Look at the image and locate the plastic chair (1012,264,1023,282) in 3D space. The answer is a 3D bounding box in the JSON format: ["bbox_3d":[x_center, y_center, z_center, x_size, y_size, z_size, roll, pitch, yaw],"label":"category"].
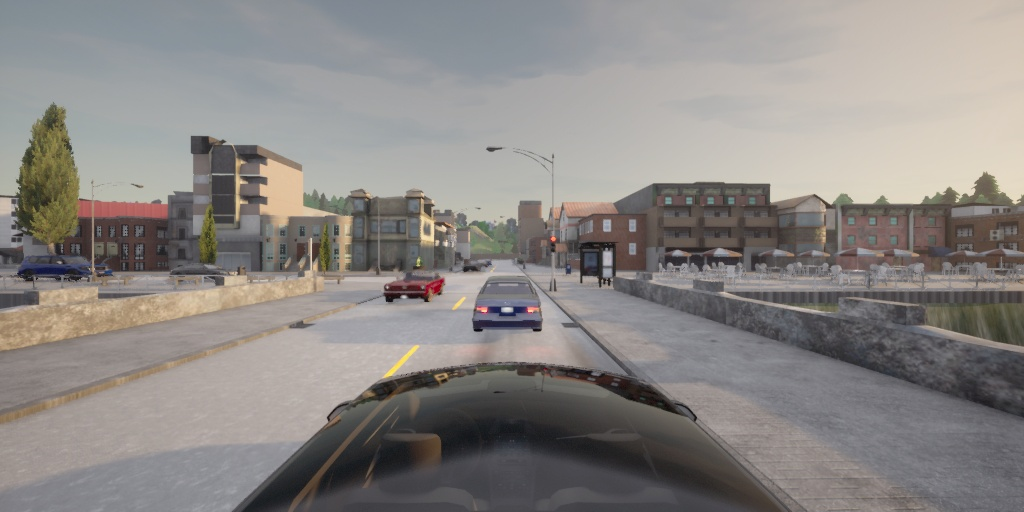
[{"bbox_3d":[37.384,1.279,26.058,0.750,1.272,0.730,0,0,-1],"label":"plastic chair"}]

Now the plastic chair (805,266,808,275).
[{"bbox_3d":[28.236,1.279,35.315,0.730,1.272,0.750,0,0,-1],"label":"plastic chair"}]

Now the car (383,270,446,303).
[{"bbox_3d":[-4.371,1.351,16.681,1.895,1.301,4.718,0,0,-1],"label":"car"}]

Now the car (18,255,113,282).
[{"bbox_3d":[-35.099,0.973,28.254,5.566,2.045,2.150,0,0,-1],"label":"car"}]

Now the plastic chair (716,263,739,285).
[{"bbox_3d":[14.609,1.279,24.297,0.750,1.272,0.730,0,0,-1],"label":"plastic chair"}]

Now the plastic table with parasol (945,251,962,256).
[{"bbox_3d":[46.118,0.675,36.578,2.482,2.480,2.482,0,0,-1],"label":"plastic table with parasol"}]

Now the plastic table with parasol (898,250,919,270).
[{"bbox_3d":[30.058,0.675,28.222,2.482,2.480,2.482,0,0,-1],"label":"plastic table with parasol"}]

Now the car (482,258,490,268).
[{"bbox_3d":[-5.045,1.275,59.943,1.812,1.442,4.674,0,0,-1],"label":"car"}]

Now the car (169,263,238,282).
[{"bbox_3d":[-24.344,1.276,28.442,4.674,1.442,1.812,0,0,-1],"label":"car"}]

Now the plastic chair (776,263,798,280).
[{"bbox_3d":[22.333,1.279,29.120,0.750,1.272,0.730,0,0,-1],"label":"plastic chair"}]

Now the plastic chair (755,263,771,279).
[{"bbox_3d":[21.211,1.279,30.503,0.730,1.272,0.750,0,0,-1],"label":"plastic chair"}]

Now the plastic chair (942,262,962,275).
[{"bbox_3d":[44.916,1.279,36.679,0.730,1.272,0.750,0,0,-1],"label":"plastic chair"}]

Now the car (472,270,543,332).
[{"bbox_3d":[-0.119,1.297,10.834,2.033,1.411,5.357,0,0,0],"label":"car"}]

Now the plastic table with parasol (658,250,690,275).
[{"bbox_3d":[15.385,0.675,33.391,2.482,2.480,2.482,0,0,-1],"label":"plastic table with parasol"}]

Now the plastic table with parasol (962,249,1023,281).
[{"bbox_3d":[37.353,0.675,27.368,2.482,2.480,2.482,0,0,-1],"label":"plastic table with parasol"}]

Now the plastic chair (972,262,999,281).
[{"bbox_3d":[36.224,1.279,27.438,0.730,1.272,0.750,0,0,-1],"label":"plastic chair"}]

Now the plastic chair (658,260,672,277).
[{"bbox_3d":[14.163,1.279,33.491,0.730,1.272,0.750,0,0,-1],"label":"plastic chair"}]

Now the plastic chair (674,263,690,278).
[{"bbox_3d":[15.285,1.279,32.109,0.750,1.272,0.730,0,0,-1],"label":"plastic chair"}]

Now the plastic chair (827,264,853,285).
[{"bbox_3d":[22.209,1.279,24.318,0.730,1.272,0.750,0,0,-1],"label":"plastic chair"}]

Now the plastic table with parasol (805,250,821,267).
[{"bbox_3d":[29.666,0.675,35.307,2.482,2.480,2.482,0,0,-1],"label":"plastic table with parasol"}]

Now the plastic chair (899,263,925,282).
[{"bbox_3d":[30.069,1.279,26.942,0.750,1.272,0.730,0,0,-1],"label":"plastic chair"}]

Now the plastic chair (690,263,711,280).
[{"bbox_3d":[13.487,1.279,25.680,0.730,1.272,0.750,0,0,-1],"label":"plastic chair"}]

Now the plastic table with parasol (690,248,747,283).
[{"bbox_3d":[14.759,0.675,25.560,2.482,2.480,2.482,0,0,-1],"label":"plastic table with parasol"}]

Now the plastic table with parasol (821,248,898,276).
[{"bbox_3d":[23.410,0.675,24.287,2.482,2.480,2.482,0,0,-1],"label":"plastic table with parasol"}]

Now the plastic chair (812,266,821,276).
[{"bbox_3d":[29.358,1.279,33.932,0.750,1.272,0.730,0,0,-1],"label":"plastic chair"}]

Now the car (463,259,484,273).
[{"bbox_3d":[-4.793,1.351,43.099,1.895,1.301,4.718,0,0,-1],"label":"car"}]

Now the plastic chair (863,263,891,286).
[{"bbox_3d":[23.331,1.279,22.935,0.750,1.272,0.730,0,0,-1],"label":"plastic chair"}]

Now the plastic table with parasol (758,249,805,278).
[{"bbox_3d":[22.412,0.675,30.472,2.482,2.480,2.482,0,0,-1],"label":"plastic table with parasol"}]
